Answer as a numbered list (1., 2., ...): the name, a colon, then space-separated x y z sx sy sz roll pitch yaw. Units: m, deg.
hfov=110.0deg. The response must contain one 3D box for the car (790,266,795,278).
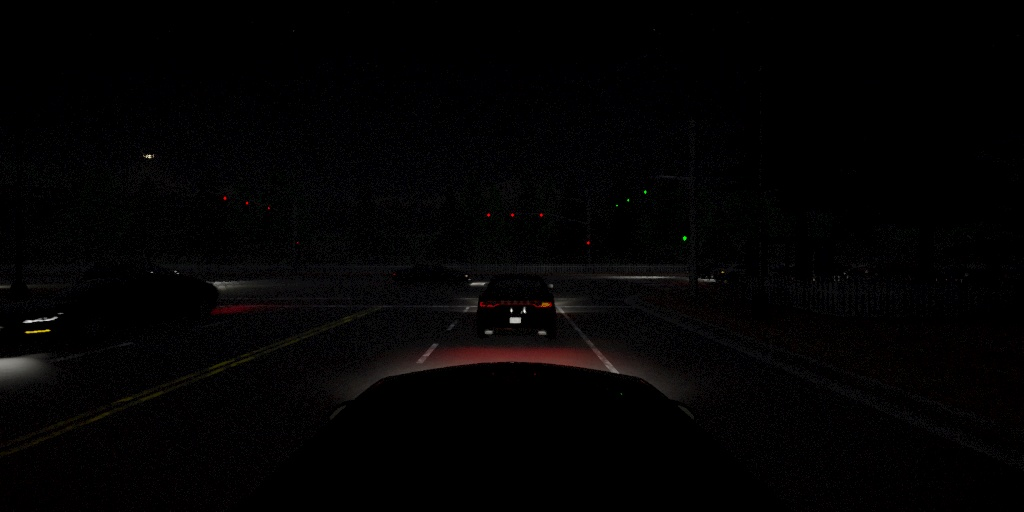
1. car: 20.236 1.242 29.018 5.357 1.411 2.033 0 0 -1

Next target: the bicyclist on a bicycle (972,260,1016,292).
1. bicyclist on a bicycle: 22.822 0.995 17.020 0.582 1.620 1.656 0 0 0

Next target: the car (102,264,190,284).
1. car: -25.957 1.258 25.555 4.181 1.385 1.994 0 0 0

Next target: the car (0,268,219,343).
1. car: -10.515 1.254 9.720 1.837 1.490 4.892 1 0 0

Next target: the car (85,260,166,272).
1. car: -23.113 1.046 21.949 4.553 1.767 2.097 0 0 2

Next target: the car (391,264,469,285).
1. car: -5.700 1.268 25.463 5.357 1.411 2.033 0 0 0

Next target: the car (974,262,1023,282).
1. car: 39.926 1.172 27.578 5.008 1.535 1.882 0 0 14

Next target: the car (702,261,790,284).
1. car: 16.454 1.220 25.340 4.674 1.442 1.812 0 0 0

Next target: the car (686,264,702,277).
1. car: 18.418 1.186 32.496 4.902 1.511 2.128 0 0 1

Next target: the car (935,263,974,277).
1. car: 37.673 1.295 31.599 4.718 1.301 1.895 0 0 9

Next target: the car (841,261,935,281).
1. car: 29.989 1.172 28.747 5.008 1.535 1.882 0 0 3

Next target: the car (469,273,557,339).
1. car: 0.174 1.228 10.159 1.882 1.535 5.008 0 0 2

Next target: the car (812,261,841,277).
1. car: 27.749 1.186 32.317 4.902 1.511 2.128 0 0 2
